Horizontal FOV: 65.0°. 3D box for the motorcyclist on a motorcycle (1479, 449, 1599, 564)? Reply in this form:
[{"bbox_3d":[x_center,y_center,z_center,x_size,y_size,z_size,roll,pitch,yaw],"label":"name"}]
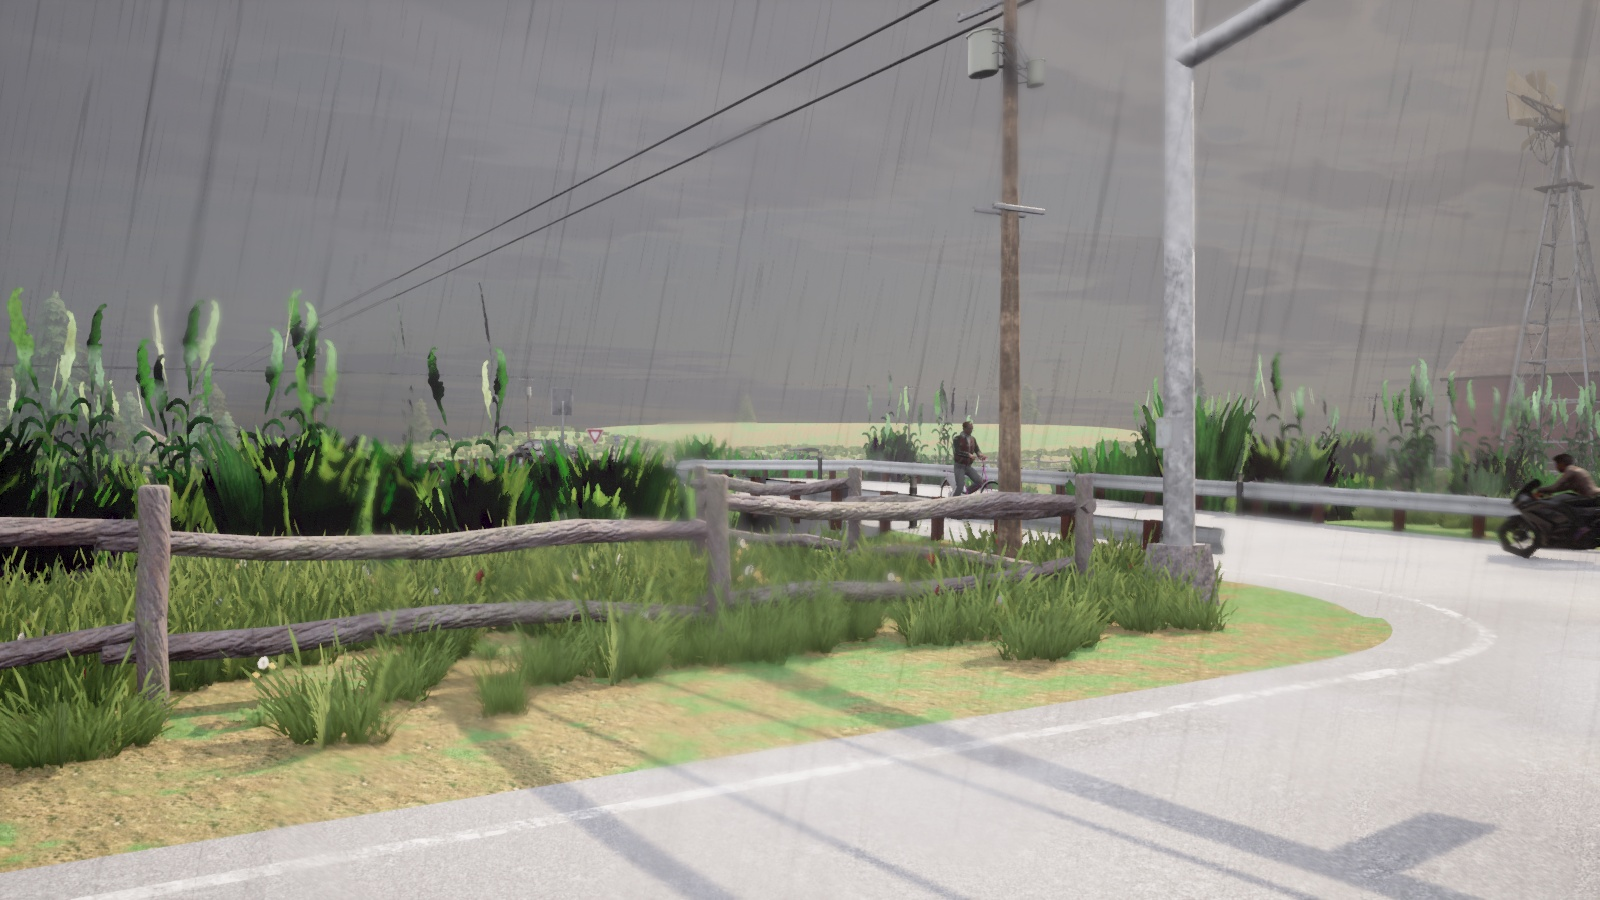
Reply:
[{"bbox_3d":[10.726,0.762,17.524,0.797,1.523,2.044,0,0,-34],"label":"motorcyclist on a motorcycle"}]

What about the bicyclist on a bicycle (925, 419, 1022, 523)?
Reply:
[{"bbox_3d":[3.128,0.348,22.816,0.659,1.776,1.843,0,2,-32],"label":"bicyclist on a bicycle"}]

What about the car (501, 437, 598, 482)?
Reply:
[{"bbox_3d":[-8.514,0.353,42.411,1.994,1.385,4.181,0,-2,-30],"label":"car"}]

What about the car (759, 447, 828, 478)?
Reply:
[{"bbox_3d":[-0.419,0.767,78.078,3.866,1.878,1.905,0,0,-32],"label":"car"}]
